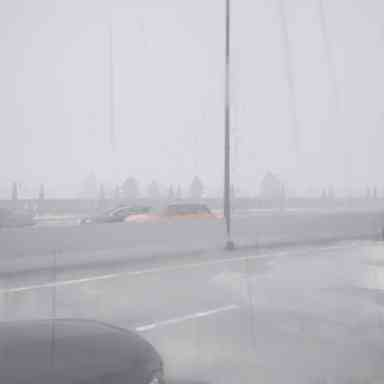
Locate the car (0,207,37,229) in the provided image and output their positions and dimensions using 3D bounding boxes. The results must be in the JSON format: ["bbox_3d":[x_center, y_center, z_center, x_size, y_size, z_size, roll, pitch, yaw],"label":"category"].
[{"bbox_3d":[-11.109,1.452,17.436,5.357,1.411,2.033,0,0,-35],"label":"car"}]

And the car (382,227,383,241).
[{"bbox_3d":[9.612,1.494,13.009,4.892,1.490,1.837,0,0,-26],"label":"car"}]

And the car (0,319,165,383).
[{"bbox_3d":[-2.327,1.510,1.972,4.674,1.442,1.812,0,0,-36],"label":"car"}]

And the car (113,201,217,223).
[{"bbox_3d":[-1.019,1.297,15.491,4.553,1.767,2.097,0,0,-29],"label":"car"}]

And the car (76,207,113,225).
[{"bbox_3d":[-3.674,1.420,17.983,4.902,1.511,2.128,0,0,-31],"label":"car"}]
